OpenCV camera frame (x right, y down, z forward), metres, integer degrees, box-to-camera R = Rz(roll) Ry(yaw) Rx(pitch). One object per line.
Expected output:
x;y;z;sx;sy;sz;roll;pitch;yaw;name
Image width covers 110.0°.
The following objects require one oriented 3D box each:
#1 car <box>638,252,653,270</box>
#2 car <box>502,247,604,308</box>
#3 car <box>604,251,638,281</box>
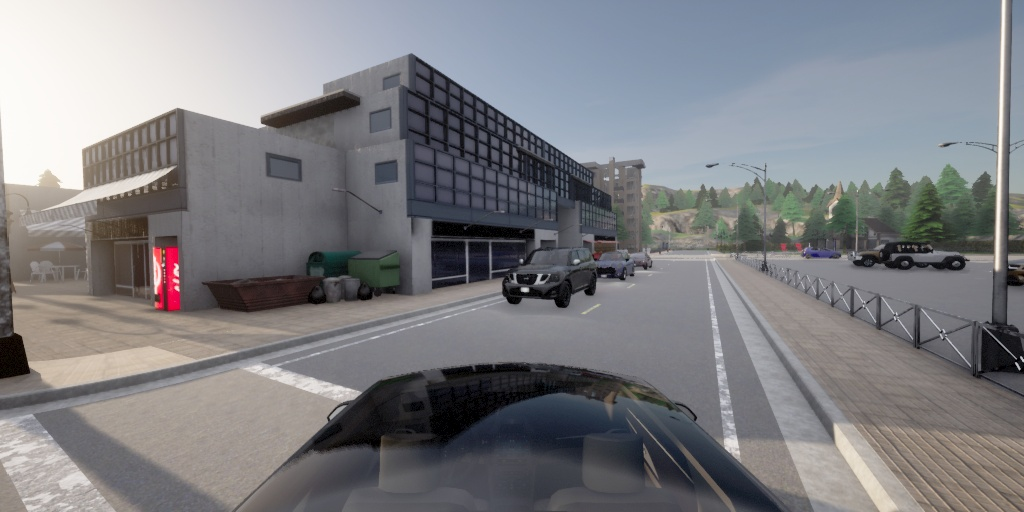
11.207;0.394;31.701;1.812;1.442;4.674;0;2;28;car
1.718;0.665;14.018;2.150;2.045;5.566;0;2;28;car
6.367;0.513;22.686;2.097;1.767;4.553;0;2;28;car
